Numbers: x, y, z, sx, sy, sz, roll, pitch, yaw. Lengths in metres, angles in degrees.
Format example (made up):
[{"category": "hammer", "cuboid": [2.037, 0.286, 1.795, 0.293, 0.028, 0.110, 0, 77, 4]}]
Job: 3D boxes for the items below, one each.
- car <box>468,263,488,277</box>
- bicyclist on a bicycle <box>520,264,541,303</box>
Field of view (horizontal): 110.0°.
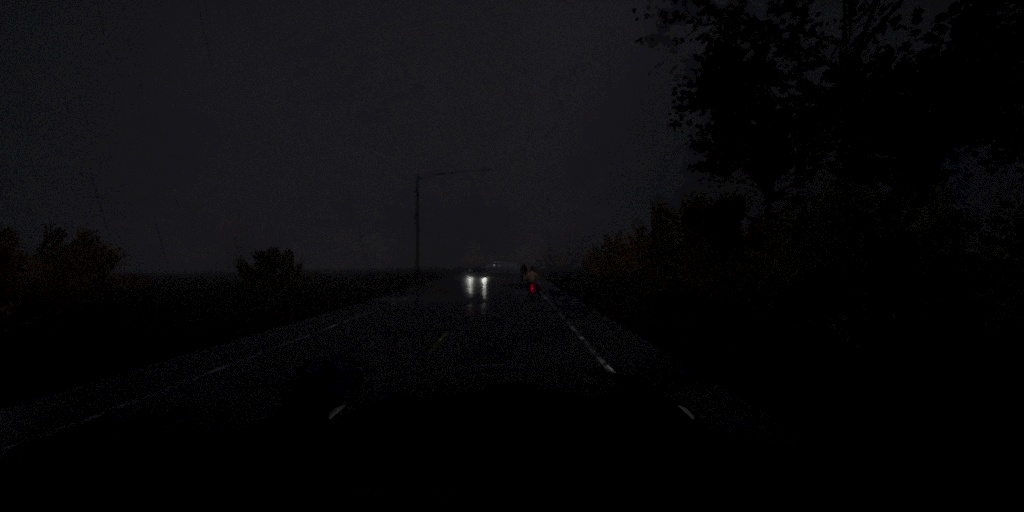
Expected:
[{"category": "car", "cuboid": [-3.776, 1.555, 40.517, 1.812, 1.442, 4.674, 0, 0, 0]}, {"category": "bicyclist on a bicycle", "cuboid": [0.931, 1.291, 16.488, 0.866, 1.612, 1.509, 0, 0, 1]}]
